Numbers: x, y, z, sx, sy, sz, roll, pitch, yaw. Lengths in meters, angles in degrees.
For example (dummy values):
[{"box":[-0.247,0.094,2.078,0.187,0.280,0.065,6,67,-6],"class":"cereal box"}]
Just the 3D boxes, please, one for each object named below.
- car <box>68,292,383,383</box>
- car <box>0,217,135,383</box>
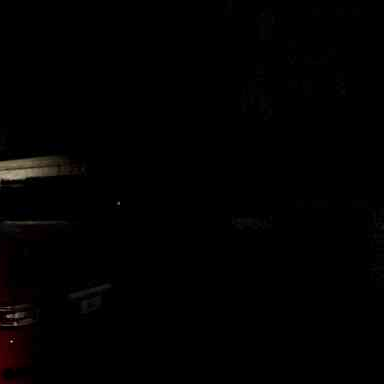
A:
[{"box":[1.551,1.546,1.742,4.507,1.381,1.887,0,0,35],"class":"car"},{"box":[-3.040,1.305,5.017,5.009,1.841,2.192,0,0,35],"class":"car"}]
